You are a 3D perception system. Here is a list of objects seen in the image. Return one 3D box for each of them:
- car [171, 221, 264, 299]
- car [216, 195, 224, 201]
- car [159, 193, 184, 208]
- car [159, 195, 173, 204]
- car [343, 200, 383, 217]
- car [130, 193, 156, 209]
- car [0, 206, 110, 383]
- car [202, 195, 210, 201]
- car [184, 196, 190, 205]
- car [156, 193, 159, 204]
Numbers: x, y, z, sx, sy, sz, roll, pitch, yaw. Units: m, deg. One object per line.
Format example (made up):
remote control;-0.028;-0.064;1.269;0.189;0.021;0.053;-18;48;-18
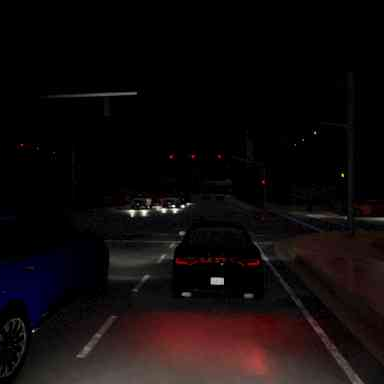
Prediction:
car;0.636;1.478;8.549;1.882;1.535;5.008;0;0;4
car;7.078;1.552;84.746;1.994;1.385;4.181;0;0;5
car;-2.940;1.221;48.879;2.150;2.045;5.566;0;0;4
car;-5.036;1.477;65.621;1.882;1.535;5.008;0;0;5
car;16.717;1.477;30.924;5.008;1.535;1.882;0;0;5
car;-6.767;1.221;45.265;2.150;2.045;5.566;0;0;3
car;-3.081;1.221;5.436;2.150;2.045;5.566;0;0;3
car;3.561;1.524;84.681;1.812;1.442;4.674;0;0;5
car;-2.139;1.352;58.536;2.097;1.767;4.553;0;0;5
car;-5.900;1.221;55.576;2.150;2.045;5.566;0;0;5
